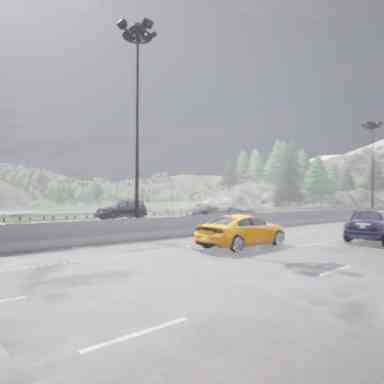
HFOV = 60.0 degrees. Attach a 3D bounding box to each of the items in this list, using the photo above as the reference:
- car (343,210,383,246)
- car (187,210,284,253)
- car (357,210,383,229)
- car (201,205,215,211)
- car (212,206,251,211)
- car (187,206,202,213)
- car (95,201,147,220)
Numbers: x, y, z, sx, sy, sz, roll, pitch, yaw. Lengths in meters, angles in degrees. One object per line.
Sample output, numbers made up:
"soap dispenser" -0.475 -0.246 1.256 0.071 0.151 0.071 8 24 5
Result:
"car" 9.828 1.721 17.513 4.553 1.767 2.097 1 -2 -42
"car" 2.338 1.799 15.446 5.008 1.535 1.882 1 -2 -42
"car" 15.582 2.177 27.445 4.718 1.301 1.895 1 -2 -42
"car" 3.937 2.290 35.980 5.357 1.411 2.033 1 -2 -42
"car" 4.522 2.259 31.811 4.718 1.301 1.895 1 -2 -42
"car" 1.570 2.286 38.560 4.902 1.511 2.128 1 -2 -42
"car" -7.378 1.942 35.244 5.566 2.045 2.150 1 -2 -42
